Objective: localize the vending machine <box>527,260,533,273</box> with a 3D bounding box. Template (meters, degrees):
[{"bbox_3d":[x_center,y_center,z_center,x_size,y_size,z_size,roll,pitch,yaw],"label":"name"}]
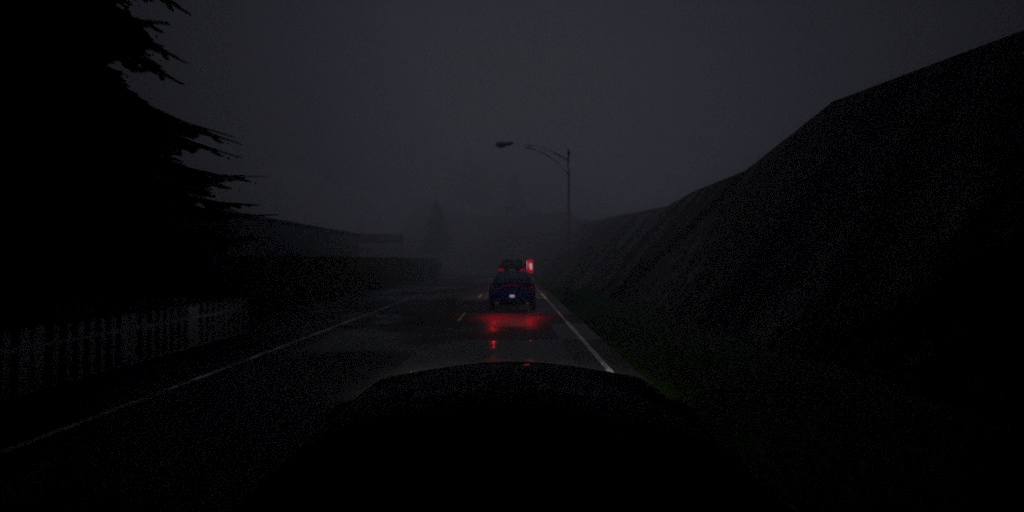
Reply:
[{"bbox_3d":[2.776,1.523,55.189,1.100,2.100,0.880,0,0,-10],"label":"vending machine"}]

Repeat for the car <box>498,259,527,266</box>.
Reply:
[{"bbox_3d":[0.004,1.274,29.395,2.150,2.045,5.566,0,0,0],"label":"car"}]

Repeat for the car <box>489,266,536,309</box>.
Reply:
[{"bbox_3d":[0.022,1.383,16.061,1.882,1.535,5.008,0,0,0],"label":"car"}]
